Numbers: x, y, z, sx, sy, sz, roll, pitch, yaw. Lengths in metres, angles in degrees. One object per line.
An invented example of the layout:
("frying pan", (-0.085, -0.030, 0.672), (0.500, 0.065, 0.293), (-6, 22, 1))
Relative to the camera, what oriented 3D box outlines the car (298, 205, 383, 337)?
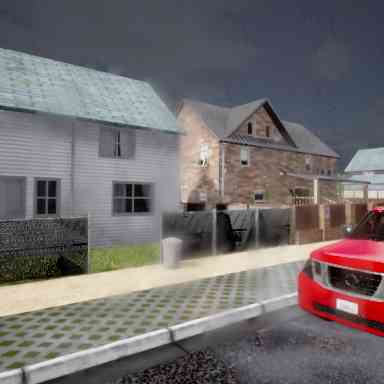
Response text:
("car", (4.386, 1.225, 6.189), (5.566, 2.045, 2.150), (0, 0, -35))
